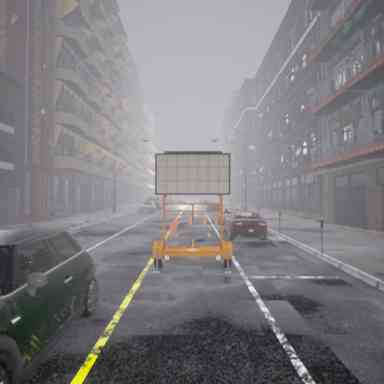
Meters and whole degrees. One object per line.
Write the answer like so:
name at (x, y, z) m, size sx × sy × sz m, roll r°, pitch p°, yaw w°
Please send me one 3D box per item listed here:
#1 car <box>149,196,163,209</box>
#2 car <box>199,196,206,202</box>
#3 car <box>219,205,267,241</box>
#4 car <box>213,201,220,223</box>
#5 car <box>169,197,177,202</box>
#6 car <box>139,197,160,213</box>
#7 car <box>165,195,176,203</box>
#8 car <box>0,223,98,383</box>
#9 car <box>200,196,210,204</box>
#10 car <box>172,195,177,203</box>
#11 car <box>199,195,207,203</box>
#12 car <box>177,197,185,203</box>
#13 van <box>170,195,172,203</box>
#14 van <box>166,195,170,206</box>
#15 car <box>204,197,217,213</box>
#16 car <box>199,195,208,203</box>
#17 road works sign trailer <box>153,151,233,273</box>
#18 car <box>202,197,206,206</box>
car at (-5.131, 1.477, 44.776) m, size 2.192 × 1.841 × 5.009 m, roll 2°, pitch 0°, yaw 0°
car at (2.889, 1.900, 94.462) m, size 1.967 × 1.590 × 4.097 m, roll 1°, pitch 0°, yaw 0°
car at (2.643, 1.594, 17.030) m, size 1.887 × 1.381 × 4.507 m, roll 1°, pitch 0°, yaw 0°
car at (2.664, 1.595, 22.732) m, size 1.752 × 1.417 × 4.829 m, roll 1°, pitch 0°, yaw 0°
car at (-4.980, 1.986, 89.017) m, size 1.947 × 1.339 × 4.313 m, roll 1°, pitch 0°, yaw 0°
car at (-5.157, 1.662, 39.073) m, size 1.752 × 1.417 × 4.829 m, roll 2°, pitch 0°, yaw 0°
car at (-5.013, 1.662, 77.956) m, size 2.192 × 1.841 × 5.009 m, roll 1°, pitch 0°, yaw 0°
car at (-2.836, 1.363, 4.421) m, size 2.097 × 1.767 × 4.553 m, roll 0°, pitch 0°, yaw 0°
car at (2.852, 1.753, 72.337) m, size 1.967 × 1.590 × 4.097 m, roll 1°, pitch 0°, yaw 0°
car at (-5.033, 1.628, 72.427) m, size 2.192 × 1.841 × 5.009 m, roll 1°, pitch 0°, yaw 0°
car at (2.802, 1.791, 61.275) m, size 1.887 × 1.381 × 4.507 m, roll 1°, pitch 0°, yaw 0°
car at (-2.482, 1.876, 75.030) m, size 2.033 × 1.411 × 5.357 m, roll 0°, pitch 0°, yaw 0°
van at (-5.073, 1.588, 61.366) m, size 1.690 × 1.788 × 3.998 m, roll 1°, pitch 0°, yaw 0°
van at (-5.092, 1.557, 55.834) m, size 1.690 × 1.788 × 3.998 m, roll 2°, pitch 0°, yaw 0°
car at (2.723, 1.682, 39.152) m, size 1.887 × 1.381 × 4.507 m, roll 1°, pitch 0°, yaw 0°
car at (2.853, 1.698, 83.399) m, size 2.192 × 1.841 × 5.009 m, roll 1°, pitch 0°, yaw 0°
road works sign trailer at (0.027, 0.493, 10.722) m, size 2.380 × 3.560 × 2.880 m, roll 0°, pitch 0°, yaw 0°
car at (2.742, 1.713, 44.683) m, size 2.008 × 1.369 × 4.403 m, roll 1°, pitch 0°, yaw 0°
